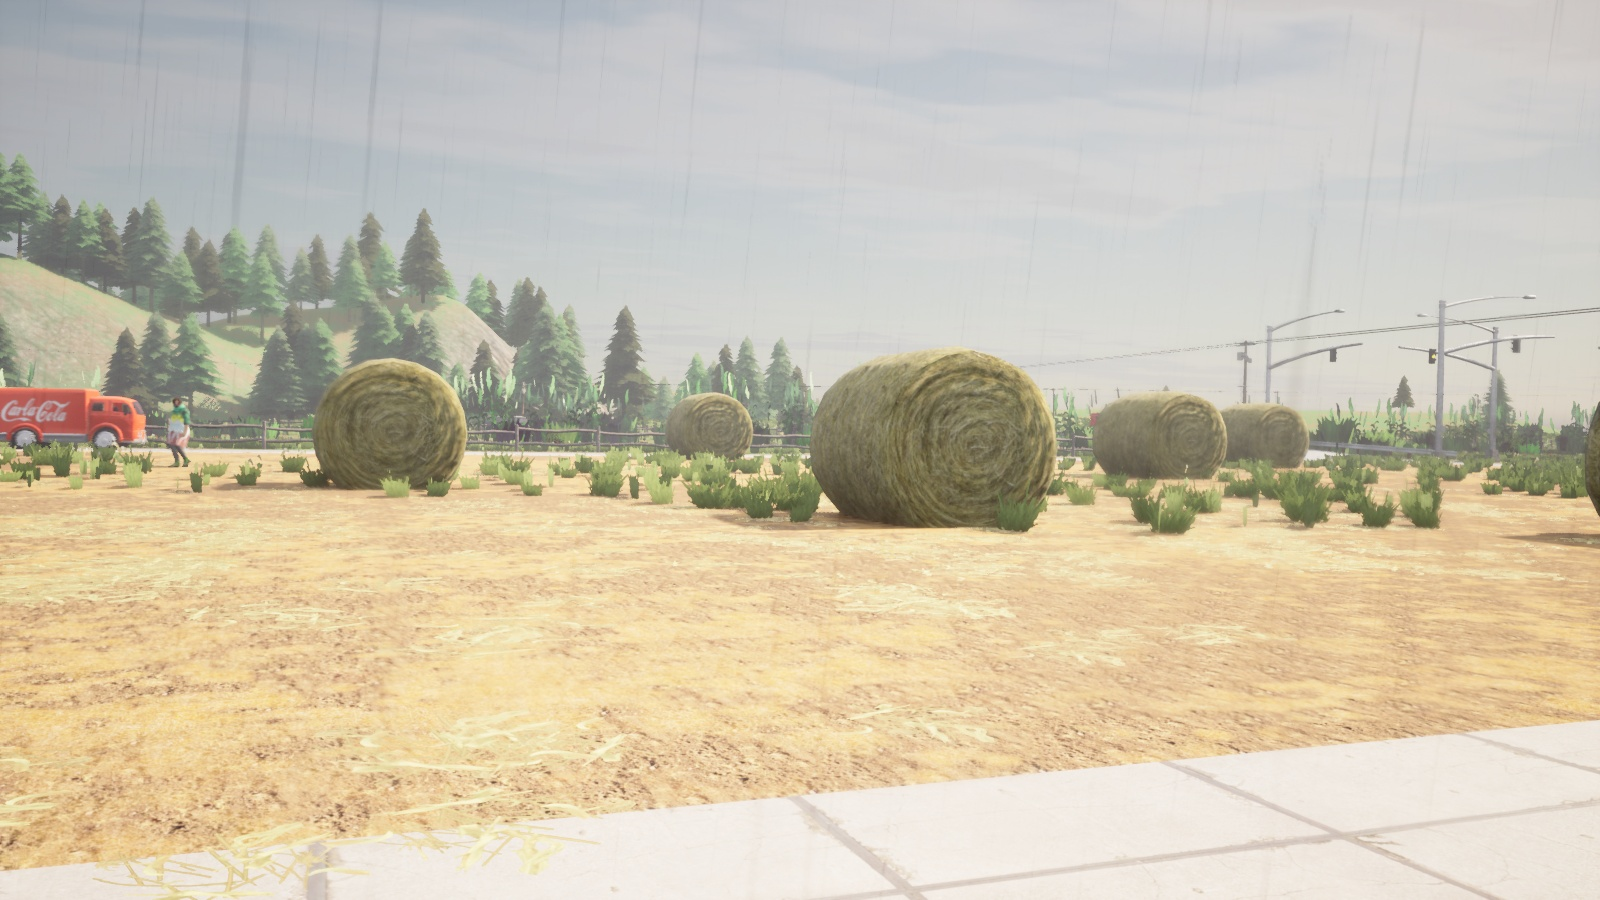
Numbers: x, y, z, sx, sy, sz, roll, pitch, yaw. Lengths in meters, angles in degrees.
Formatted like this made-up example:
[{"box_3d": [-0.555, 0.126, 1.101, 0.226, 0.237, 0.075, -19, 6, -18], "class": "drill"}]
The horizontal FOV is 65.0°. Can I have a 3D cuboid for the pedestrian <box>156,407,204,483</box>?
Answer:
[{"box_3d": [-16.151, -0.133, 32.740, 0.659, 1.952, 0.873, 0, 1, 24], "class": "pedestrian"}]

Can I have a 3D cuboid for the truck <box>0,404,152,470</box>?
[{"box_3d": [-28.425, -0.540, 48.939, 5.204, 2.467, 2.627, -1, 1, -17], "class": "truck"}]
